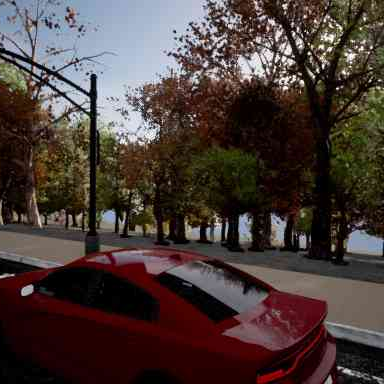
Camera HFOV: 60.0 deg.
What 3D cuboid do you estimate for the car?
[{"bbox_3d":[-0.859,1.477,4.289,5.008,1.535,1.882,0,0,35],"label":"car"}]
